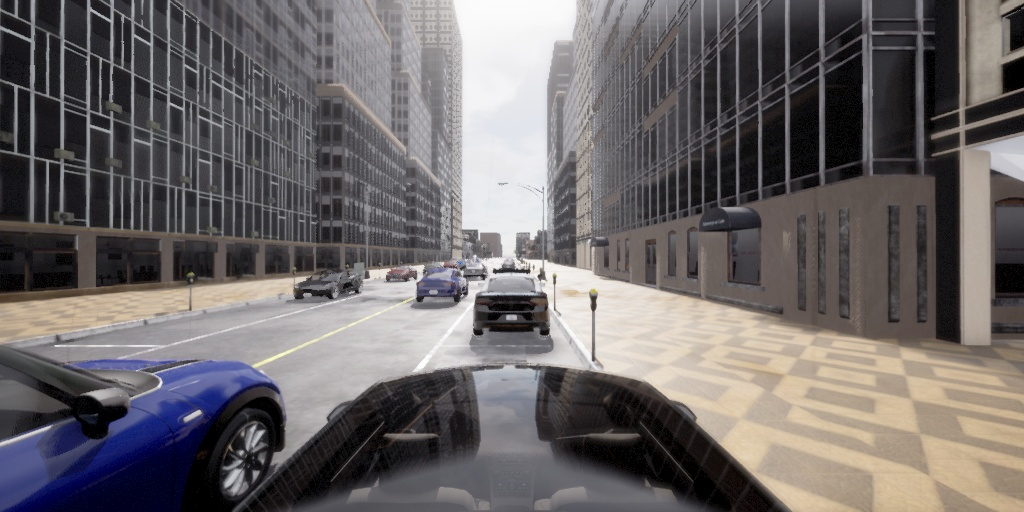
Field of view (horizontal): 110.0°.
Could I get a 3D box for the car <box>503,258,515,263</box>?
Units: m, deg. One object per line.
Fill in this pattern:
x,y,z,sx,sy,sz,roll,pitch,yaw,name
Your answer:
-0.455,1.297,46.099,1.948,1.339,4.313,0,0,0,car

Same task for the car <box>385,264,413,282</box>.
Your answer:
-8.835,1.324,29.033,1.802,1.307,4.207,0,0,0,car

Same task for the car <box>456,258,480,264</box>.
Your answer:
-6.146,1.331,50.662,2.033,1.411,5.357,0,0,0,car

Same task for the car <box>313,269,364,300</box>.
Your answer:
-8.836,1.313,17.650,1.948,1.339,4.313,0,0,0,car

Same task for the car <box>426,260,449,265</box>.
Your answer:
-8.836,1.286,40.419,2.007,1.370,4.403,0,0,0,car

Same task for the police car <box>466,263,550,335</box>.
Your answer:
-0.012,1.174,10.609,1.930,1.638,5.238,0,0,0,police car

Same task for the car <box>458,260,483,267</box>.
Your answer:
-3.145,1.305,31.662,2.033,1.411,5.357,0,0,0,car

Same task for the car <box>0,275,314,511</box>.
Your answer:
-3.145,1.101,1.470,2.097,1.767,4.553,0,0,0,car

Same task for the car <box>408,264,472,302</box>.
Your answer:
-3.145,1.281,16.662,1.812,1.442,4.674,0,0,0,car

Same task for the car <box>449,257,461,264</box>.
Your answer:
-8.836,1.273,51.803,1.888,1.381,4.507,0,0,0,car
